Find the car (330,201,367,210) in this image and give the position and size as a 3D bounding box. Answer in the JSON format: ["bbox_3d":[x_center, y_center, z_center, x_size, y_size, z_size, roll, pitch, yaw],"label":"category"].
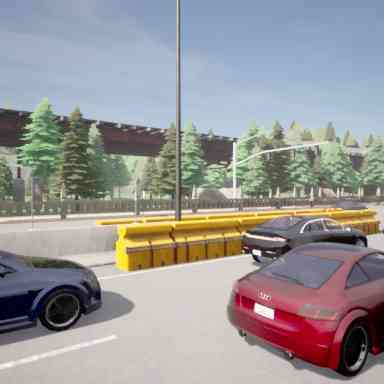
[{"bbox_3d":[14.981,1.563,31.913,4.181,1.385,1.994,0,0,-36],"label":"car"}]

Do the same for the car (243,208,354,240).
[{"bbox_3d":[3.796,1.491,10.762,4.902,1.511,2.128,0,0,-36],"label":"car"}]

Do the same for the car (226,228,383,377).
[{"bbox_3d":[2.603,1.564,5.616,4.181,1.385,1.994,0,0,-35],"label":"car"}]

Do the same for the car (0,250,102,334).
[{"bbox_3d":[-3.664,1.564,5.429,4.181,1.385,1.994,0,0,-36],"label":"car"}]
